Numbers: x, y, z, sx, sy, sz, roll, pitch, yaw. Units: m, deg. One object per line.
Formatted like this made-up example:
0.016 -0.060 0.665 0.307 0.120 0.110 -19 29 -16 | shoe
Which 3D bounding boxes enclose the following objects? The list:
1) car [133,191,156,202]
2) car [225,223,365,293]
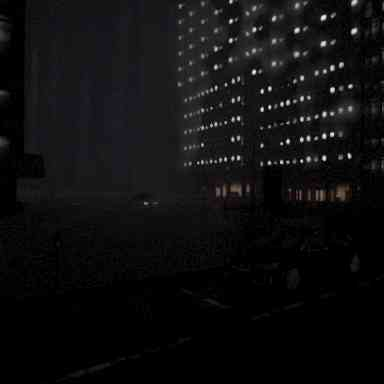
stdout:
-7.353 0.652 51.121 1.882 1.535 5.008 1 0 -34 | car
2.838 1.536 8.744 4.403 1.369 2.008 0 1 -36 | car
